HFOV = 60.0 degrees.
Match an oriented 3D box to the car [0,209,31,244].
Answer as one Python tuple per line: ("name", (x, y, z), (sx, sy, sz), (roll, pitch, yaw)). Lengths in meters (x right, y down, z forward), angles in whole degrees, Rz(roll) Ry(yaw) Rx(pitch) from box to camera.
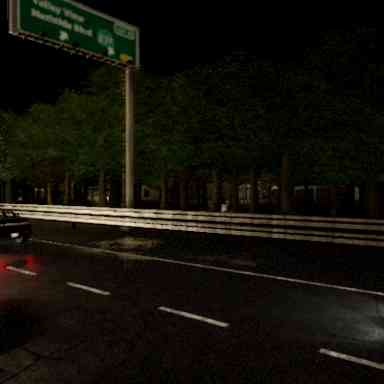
("car", (-8.984, 1.496, 14.585), (4.902, 1.511, 2.128), (0, 0, 36))
